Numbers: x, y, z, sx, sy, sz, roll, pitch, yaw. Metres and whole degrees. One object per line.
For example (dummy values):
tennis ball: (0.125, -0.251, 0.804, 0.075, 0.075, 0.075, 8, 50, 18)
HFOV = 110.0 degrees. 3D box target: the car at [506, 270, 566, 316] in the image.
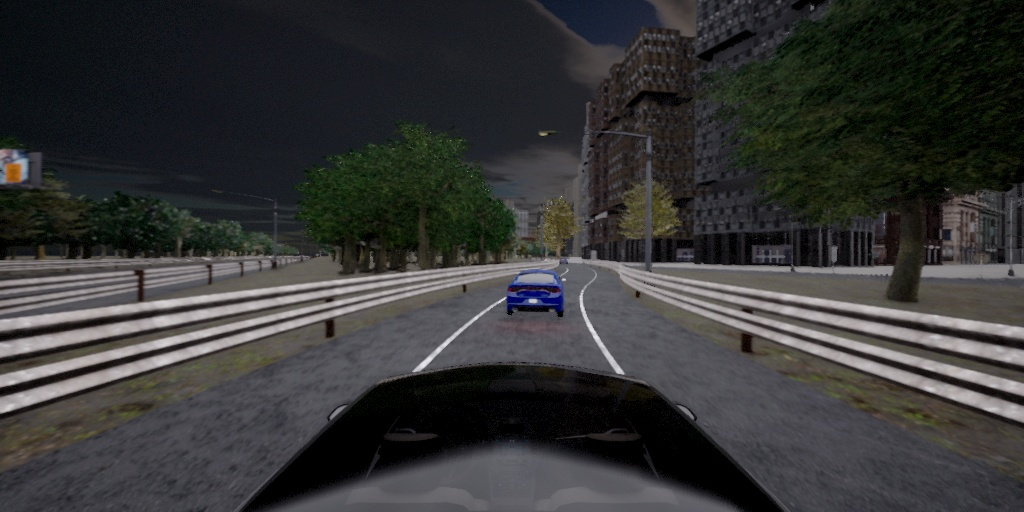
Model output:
car: (1.001, 1.250, 13.517, 1.882, 1.535, 5.008, 0, 0, 8)
